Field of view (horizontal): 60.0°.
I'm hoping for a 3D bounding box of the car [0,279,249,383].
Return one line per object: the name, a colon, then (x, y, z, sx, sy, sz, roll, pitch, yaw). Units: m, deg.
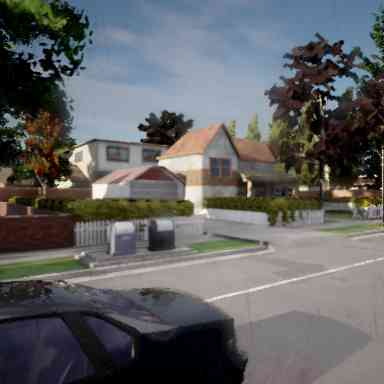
car: (-1.978, 1.547, 2.582, 5.357, 1.411, 2.033, 0, 0, -36)
